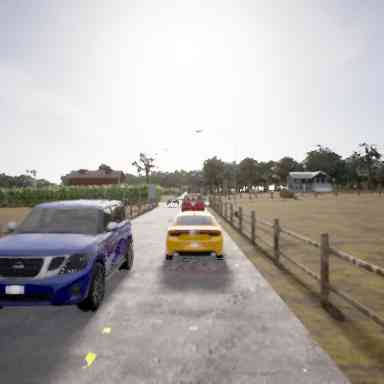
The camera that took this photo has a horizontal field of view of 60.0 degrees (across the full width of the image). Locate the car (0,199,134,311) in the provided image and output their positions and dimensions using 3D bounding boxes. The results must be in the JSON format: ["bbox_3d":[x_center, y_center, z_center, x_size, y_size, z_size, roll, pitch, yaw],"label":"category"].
[{"bbox_3d":[-2.852,1.223,8.126,2.150,2.045,5.566,0,0,0],"label":"car"}]

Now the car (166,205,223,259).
[{"bbox_3d":[0.089,1.475,12.637,1.882,1.535,5.008,0,0,0],"label":"car"}]

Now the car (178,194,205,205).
[{"bbox_3d":[0.096,1.176,32.048,2.150,2.045,5.566,0,0,0],"label":"car"}]

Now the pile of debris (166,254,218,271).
[{"bbox_3d":[-0.001,2.176,10.431,1.500,0.140,1.860,0,0,0],"label":"pile of debris"}]
